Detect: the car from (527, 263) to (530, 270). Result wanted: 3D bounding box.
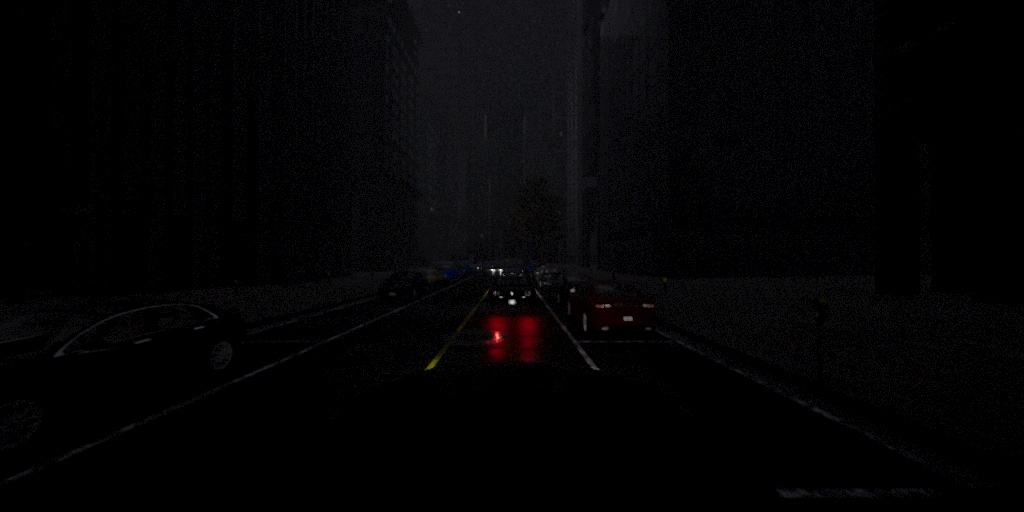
[{"bbox_3d":[2.781,1.651,36.656,1.948,1.339,4.313,0,0,0],"label":"car"}]

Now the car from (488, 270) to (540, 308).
[{"bbox_3d":[0.010,1.485,15.956,1.895,1.301,4.718,0,-1,0],"label":"car"}]

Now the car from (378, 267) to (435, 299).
[{"bbox_3d":[-5.753,1.484,19.445,1.948,1.339,4.313,0,0,0],"label":"car"}]

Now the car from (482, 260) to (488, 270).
[{"bbox_3d":[-5.730,1.891,62.748,1.888,1.381,4.507,0,0,0],"label":"car"}]

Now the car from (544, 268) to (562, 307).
[{"bbox_3d":[2.770,1.437,16.206,2.007,1.370,4.403,0,0,0],"label":"car"}]

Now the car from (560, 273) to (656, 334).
[{"bbox_3d":[2.767,1.380,10.762,1.888,1.381,4.507,0,0,0],"label":"car"}]

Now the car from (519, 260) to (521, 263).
[{"bbox_3d":[2.795,1.665,63.099,2.192,1.841,5.009,0,0,0],"label":"car"}]

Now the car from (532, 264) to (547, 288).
[{"bbox_3d":[2.776,1.532,26.078,2.007,1.370,4.403,0,0,0],"label":"car"}]

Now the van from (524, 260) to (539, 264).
[{"bbox_3d":[2.787,1.531,47.233,1.690,1.789,3.998,0,0,0],"label":"van"}]

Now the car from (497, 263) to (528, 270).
[{"bbox_3d":[0.017,1.576,30.839,2.033,1.411,5.357,0,-1,0],"label":"car"}]

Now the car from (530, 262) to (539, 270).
[{"bbox_3d":[2.778,1.559,31.537,1.751,1.417,4.829,0,0,0],"label":"car"}]

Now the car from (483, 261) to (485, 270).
[{"bbox_3d":[-5.733,1.873,57.335,1.802,1.307,4.207,0,0,0],"label":"car"}]

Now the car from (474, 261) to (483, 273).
[{"bbox_3d":[-5.736,1.787,51.922,2.007,1.370,4.403,0,0,0],"label":"car"}]

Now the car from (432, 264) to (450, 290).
[{"bbox_3d":[-5.750,1.495,24.688,1.751,1.417,4.829,0,0,0],"label":"car"}]

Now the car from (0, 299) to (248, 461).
[{"bbox_3d":[-5.761,1.330,4.874,2.007,1.370,4.403,0,0,0],"label":"car"}]

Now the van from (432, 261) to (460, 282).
[{"bbox_3d":[-5.747,1.363,30.270,1.690,1.789,3.998,0,0,0],"label":"van"}]

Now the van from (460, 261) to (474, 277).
[{"bbox_3d":[-5.742,1.469,41.097,1.690,1.789,3.998,0,0,0],"label":"van"}]
